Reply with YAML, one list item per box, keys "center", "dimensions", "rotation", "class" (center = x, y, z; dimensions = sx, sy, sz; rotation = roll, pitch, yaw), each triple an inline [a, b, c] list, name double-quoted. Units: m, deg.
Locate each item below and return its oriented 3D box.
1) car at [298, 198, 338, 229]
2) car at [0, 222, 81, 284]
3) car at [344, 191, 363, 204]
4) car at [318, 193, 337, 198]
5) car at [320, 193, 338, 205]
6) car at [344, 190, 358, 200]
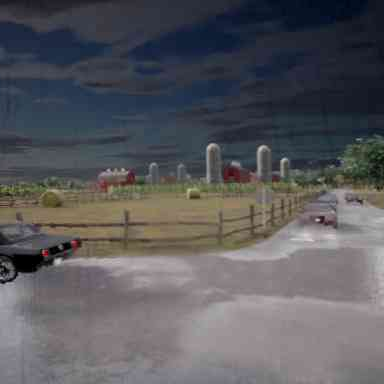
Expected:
- center: [7.376, 1.273, 19.372]
  dimensions: [1.994, 1.385, 4.181]
  rotation: [-1, 0, 23]
  class: "car"
- center: [-5.557, 1.485, 8.884]
  dimensions: [4.718, 1.301, 1.895]
  rotation: [0, 2, 11]
  class: "car"
- center: [20.934, 0.842, 42.991]
  dimensions: [1.895, 1.301, 4.718]
  rotation: [-1, 0, 24]
  class: "car"
- center: [12.383, 1.067, 30.847]
  dimensions: [2.033, 1.411, 5.357]
  rotation: [-1, 0, 24]
  class: "car"
- center: [17.616, 0.881, 42.703]
  dimensions: [1.994, 1.385, 4.181]
  rotation: [-1, 1, 24]
  class: "car"
- center: [26.137, 0.513, 54.911]
  dimensions: [1.882, 1.535, 5.008]
  rotation: [-1, 0, 24]
  class: "car"
